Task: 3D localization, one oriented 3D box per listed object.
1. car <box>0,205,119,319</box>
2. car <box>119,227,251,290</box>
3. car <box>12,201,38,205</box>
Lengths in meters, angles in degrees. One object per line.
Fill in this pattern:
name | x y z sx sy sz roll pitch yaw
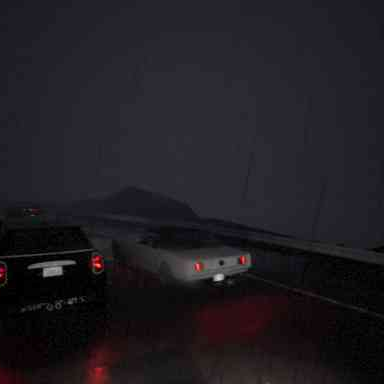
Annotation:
car | -3.514 1.338 7.313 2.097 1.767 4.553 1 0 -34
car | -0.631 1.630 9.342 1.895 1.301 4.718 1 0 -34
car | -12.595 1.436 24.891 2.128 1.511 4.902 1 0 -40
